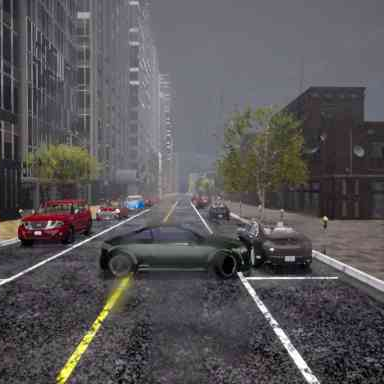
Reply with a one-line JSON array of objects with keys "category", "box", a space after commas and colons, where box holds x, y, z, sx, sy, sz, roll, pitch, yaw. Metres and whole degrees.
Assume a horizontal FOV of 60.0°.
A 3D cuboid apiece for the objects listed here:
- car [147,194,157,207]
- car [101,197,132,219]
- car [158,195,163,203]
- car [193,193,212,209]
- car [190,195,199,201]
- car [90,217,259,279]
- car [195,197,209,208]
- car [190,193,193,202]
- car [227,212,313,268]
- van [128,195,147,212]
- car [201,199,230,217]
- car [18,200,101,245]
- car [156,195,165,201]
[{"category": "car", "box": [-6.918, 1.299, 49.608, 2.192, 1.841, 5.009, -1, 0, -1]}, {"category": "car", "box": [-6.354, 1.432, 26.748, 1.967, 1.590, 4.097, -1, 0, -1]}, {"category": "car", "box": [-7.331, 1.522, 66.207, 1.887, 1.381, 4.507, -1, 0, -1]}, {"category": "car", "box": [1.599, 1.301, 44.275, 2.192, 1.841, 5.009, -1, 0, -1]}, {"category": "car", "box": [0.631, 1.538, 83.005, 1.947, 1.339, 4.313, -1, 0, -1]}, {"category": "car", "box": [-0.454, 1.557, 9.478, 4.181, 1.385, 1.994, 0, 0, -1]}, {"category": "car", "box": [1.459, 1.509, 49.978, 1.752, 1.417, 4.829, -1, 0, -1]}, {"category": "car", "box": [0.905, 1.291, 71.939, 2.192, 1.841, 5.009, -1, 0, -1]}, {"category": "car", "box": [2.565, 1.548, 11.082, 2.008, 1.369, 4.403, -1, 0, -1]}, {"category": "van", "box": [-6.640, 1.329, 38.542, 1.690, 1.788, 3.998, -1, 0, -1]}, {"category": "car", "box": [2.049, 1.543, 26.942, 2.008, 1.369, 4.403, -1, 0, -1]}, {"category": "car", "box": [-6.169, 1.310, 15.680, 2.192, 1.841, 5.009, -1, 0, -1]}, {"category": "car", "box": [-7.743, 1.497, 82.636, 1.752, 1.417, 4.829, -1, 0, -1]}]
